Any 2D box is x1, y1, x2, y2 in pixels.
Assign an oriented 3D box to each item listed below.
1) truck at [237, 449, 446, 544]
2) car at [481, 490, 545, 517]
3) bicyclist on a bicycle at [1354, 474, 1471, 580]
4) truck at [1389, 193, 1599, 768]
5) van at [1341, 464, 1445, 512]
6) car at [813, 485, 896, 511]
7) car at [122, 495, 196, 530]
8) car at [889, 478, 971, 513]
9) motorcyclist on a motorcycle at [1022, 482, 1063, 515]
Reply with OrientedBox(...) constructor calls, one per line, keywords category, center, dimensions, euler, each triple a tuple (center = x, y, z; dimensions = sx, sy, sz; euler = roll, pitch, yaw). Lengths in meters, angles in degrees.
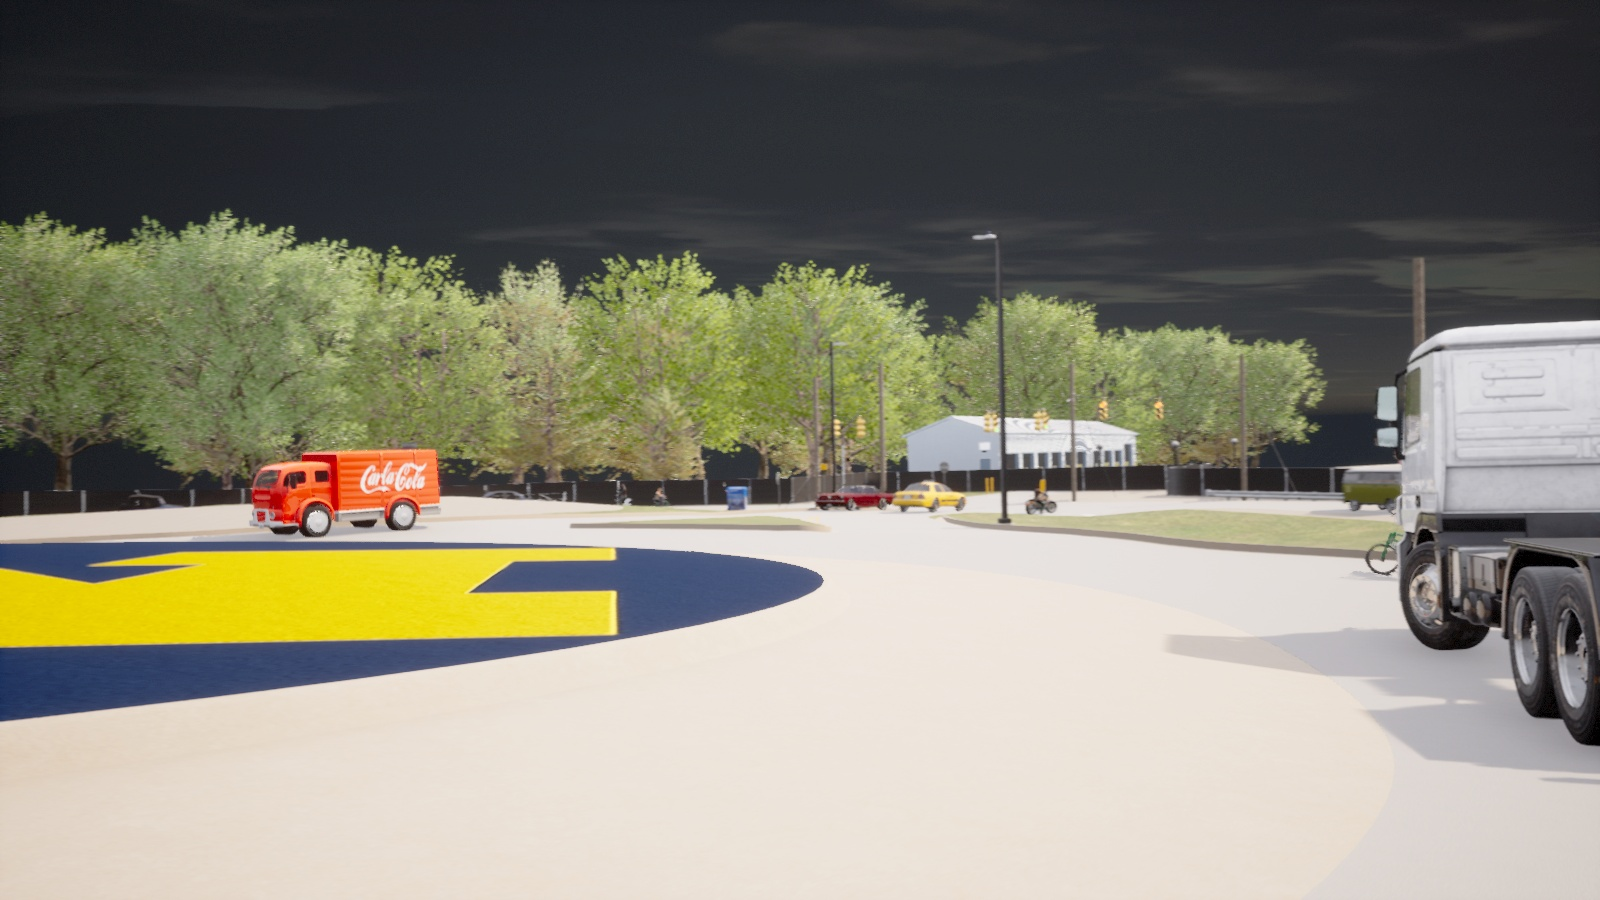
OrientedBox(category="truck", center=(-13.720, 1.317, 37.851), dimensions=(2.627, 2.467, 5.204), euler=(-1, 1, 41))
OrientedBox(category="car", center=(-18.915, 3.511, 82.776), dimensions=(3.988, 1.617, 1.851), euler=(-1, 1, -13))
OrientedBox(category="bicyclist on a bicycle", center=(9.930, 1.230, 20.376), dimensions=(1.509, 1.612, 0.866), euler=(1, -2, 40))
OrientedBox(category="truck", center=(7.224, 0.260, 10.555), dimensions=(2.891, 3.462, 7.936), euler=(-2, -2, 17))
OrientedBox(category="van", center=(26.121, 1.636, 55.515), dimensions=(1.775, 1.987, 4.442), euler=(-2, 0, -12))
OrientedBox(category="car", center=(2.842, 2.444, 64.378), dimensions=(1.895, 1.301, 4.718), euler=(-2, -2, 37))
OrientedBox(category="car", center=(-39.141, 3.808, 76.717), dimensions=(3.866, 1.878, 1.905), euler=(-1, 1, -23))
OrientedBox(category="car", center=(6.369, 2.170, 60.871), dimensions=(1.801, 1.575, 5.366), euler=(-1, -2, 32))
OrientedBox(category="motorcyclist on a motorcycle", center=(13.145, 2.603, 68.043), dimensions=(2.350, 1.649, 0.766), euler=(-1, 1, -37))
